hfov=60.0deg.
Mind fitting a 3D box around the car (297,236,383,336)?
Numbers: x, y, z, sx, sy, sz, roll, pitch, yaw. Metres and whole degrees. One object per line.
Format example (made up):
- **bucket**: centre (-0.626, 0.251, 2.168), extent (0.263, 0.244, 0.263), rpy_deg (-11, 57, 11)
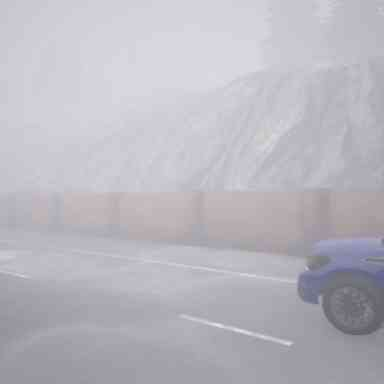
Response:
- **car**: centre (4.535, 1.210, 5.055), extent (5.566, 2.045, 2.150), rpy_deg (-1, -1, 35)
